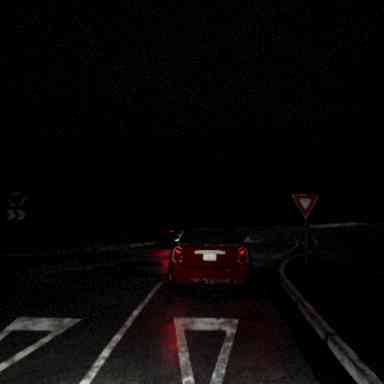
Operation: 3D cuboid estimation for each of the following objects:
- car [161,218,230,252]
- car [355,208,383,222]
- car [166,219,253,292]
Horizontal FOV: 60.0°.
[{"bbox_3d":[0.372,2.262,18.575,1.837,1.490,4.892,-1,-3,27],"label":"car"},{"bbox_3d":[20.383,2.488,36.420,4.718,1.301,1.895,-5,-2,-11],"label":"car"},{"bbox_3d":[0.596,1.673,10.016,2.097,1.767,4.553,0,-3,5],"label":"car"}]
